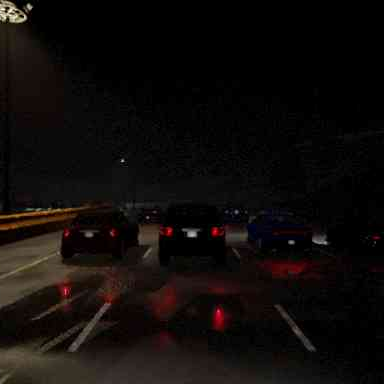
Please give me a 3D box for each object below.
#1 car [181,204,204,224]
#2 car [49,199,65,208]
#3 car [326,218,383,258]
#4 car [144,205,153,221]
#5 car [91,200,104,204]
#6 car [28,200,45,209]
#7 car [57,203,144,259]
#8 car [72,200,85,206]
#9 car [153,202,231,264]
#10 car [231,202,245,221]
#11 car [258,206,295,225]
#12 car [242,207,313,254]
[{"bbox_3d":[0.013,1.849,28.862,1.812,1.442,4.674,0,0,0],"label":"car"},{"bbox_3d":[-24.337,2.025,60.162,2.097,1.767,4.553,0,-1,-11],"label":"car"},{"bbox_3d":[7.031,1.716,13.394,1.994,1.385,4.181,0,-1,1],"label":"car"},{"bbox_3d":[-3.485,1.812,28.473,2.128,1.511,4.902,0,0,0],"label":"car"},{"bbox_3d":[-17.583,2.198,62.088,1.837,1.490,4.892,0,-1,-11],"label":"car"},{"bbox_3d":[-27.748,2.142,59.444,1.882,1.535,5.008,0,-1,-11],"label":"car"},{"bbox_3d":[-3.469,1.502,13.398,2.097,1.767,4.553,0,-1,1],"label":"car"},{"bbox_3d":[-21.040,2.185,61.570,2.128,1.511,4.902,0,-1,-12],"label":"car"},{"bbox_3d":[0.018,1.366,12.540,2.150,2.045,5.566,0,0,0],"label":"car"},{"bbox_3d":[3.514,1.669,28.389,2.097,1.767,4.553,0,-1,0],"label":"car"},{"bbox_3d":[7.016,1.917,28.212,1.895,1.301,4.718,0,-1,0],"label":"car"},{"bbox_3d":[3.541,1.638,14.216,1.882,1.535,5.008,0,0,1],"label":"car"}]
